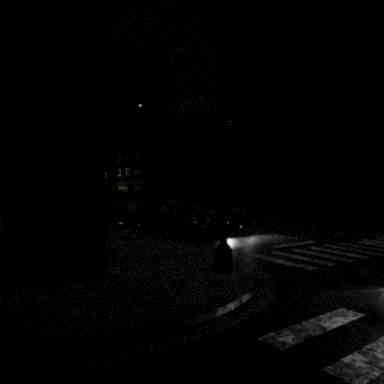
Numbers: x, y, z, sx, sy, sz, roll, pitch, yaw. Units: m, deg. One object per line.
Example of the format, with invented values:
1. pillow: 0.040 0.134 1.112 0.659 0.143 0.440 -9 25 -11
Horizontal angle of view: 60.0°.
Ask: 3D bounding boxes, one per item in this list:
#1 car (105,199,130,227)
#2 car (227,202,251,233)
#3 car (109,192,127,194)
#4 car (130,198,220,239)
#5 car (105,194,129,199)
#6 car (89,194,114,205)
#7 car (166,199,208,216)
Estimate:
1. car: -4.181 1.394 21.688 1.887 1.381 4.507 2 0 -36
2. car: 1.171 1.472 18.989 1.812 1.442 4.674 0 1 -36
3. car: -10.149 0.920 44.437 2.192 1.841 5.009 1 0 -36
4. car: -0.956 1.245 17.252 2.192 1.841 5.009 2 0 -36
5. car: -6.542 1.248 29.623 2.128 1.511 4.902 0 1 -36
6. car: -13.374 1.086 48.873 2.008 1.369 4.403 1 0 -36
7. car: -0.497 1.409 31.125 1.802 1.307 4.206 1 0 -36
